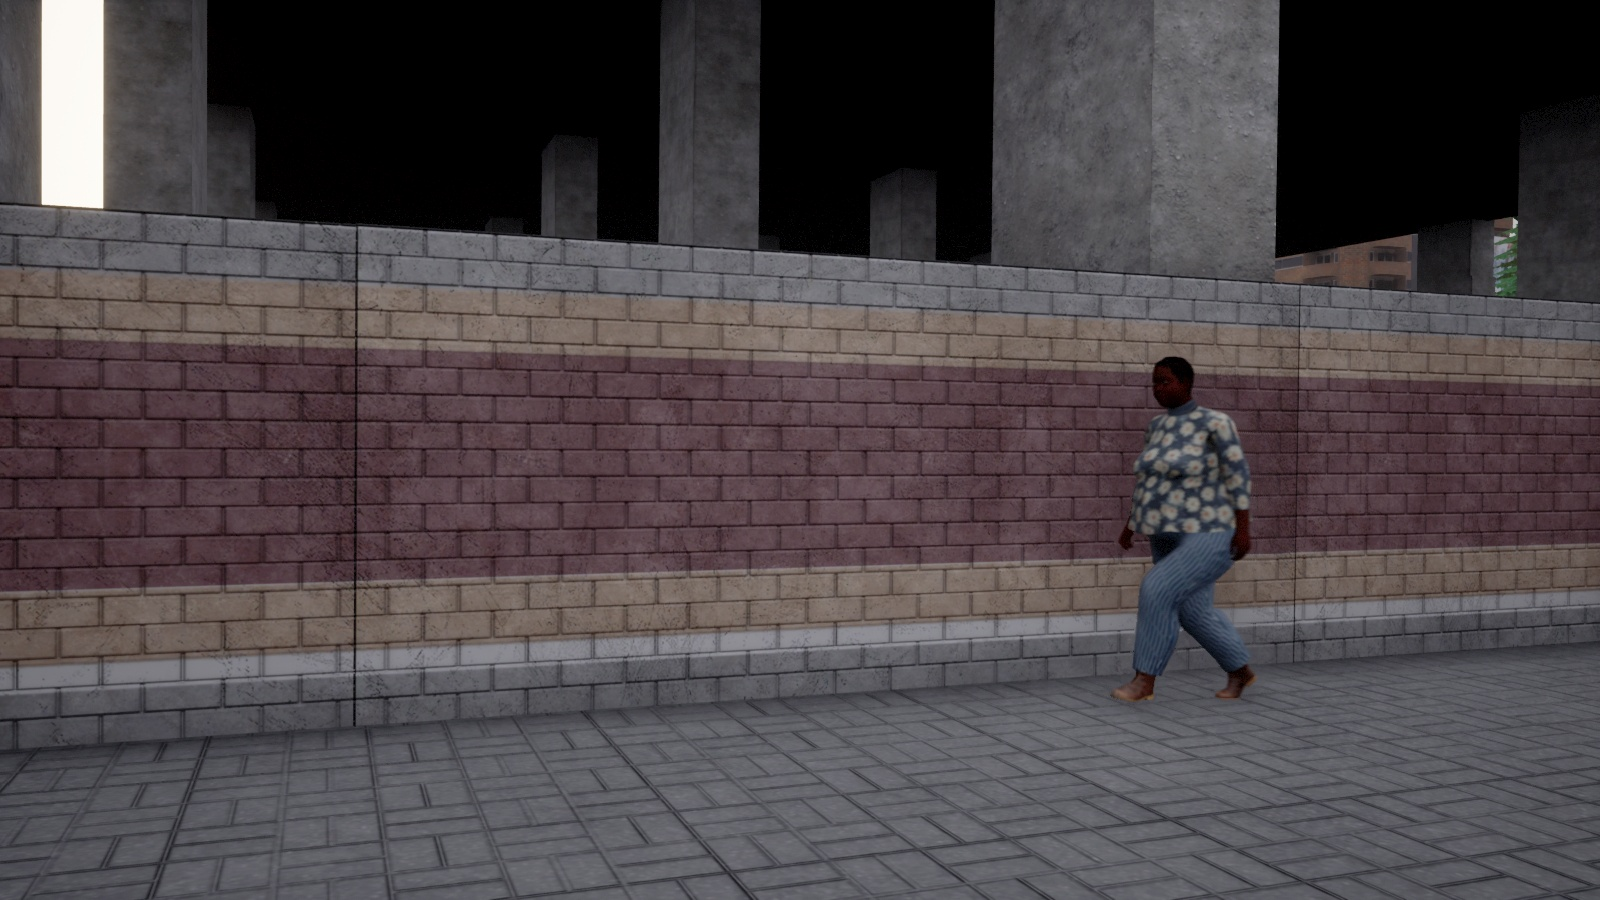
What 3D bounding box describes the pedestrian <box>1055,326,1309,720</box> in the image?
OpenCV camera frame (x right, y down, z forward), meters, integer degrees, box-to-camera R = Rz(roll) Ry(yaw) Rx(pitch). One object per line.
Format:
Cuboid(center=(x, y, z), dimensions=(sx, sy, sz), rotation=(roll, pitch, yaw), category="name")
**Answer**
Cuboid(center=(1.944, 0.334, 6.473), dimensions=(0.900, 1.855, 0.874), rotation=(-1, 1, -20), category="pedestrian")
